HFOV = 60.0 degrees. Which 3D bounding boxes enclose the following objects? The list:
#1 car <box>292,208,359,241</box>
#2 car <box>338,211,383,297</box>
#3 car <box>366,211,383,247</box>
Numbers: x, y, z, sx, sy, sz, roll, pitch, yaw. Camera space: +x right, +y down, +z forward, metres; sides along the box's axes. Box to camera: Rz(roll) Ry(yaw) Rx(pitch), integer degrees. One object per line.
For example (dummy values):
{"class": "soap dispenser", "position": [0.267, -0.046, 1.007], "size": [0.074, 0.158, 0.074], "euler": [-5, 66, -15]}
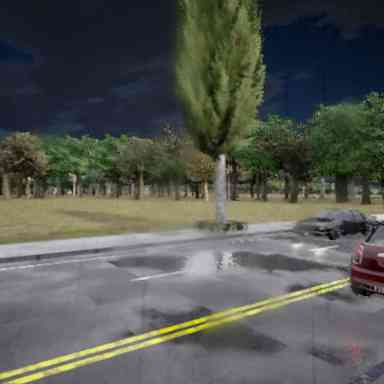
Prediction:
{"class": "car", "position": [7.478, 1.553, 17.003], "size": [5.357, 1.411, 2.033], "euler": [0, 0, -35]}
{"class": "car", "position": [5.546, 1.355, 7.394], "size": [4.553, 1.767, 2.097], "euler": [0, 0, -36]}
{"class": "car", "position": [9.706, 1.570, 14.598], "size": [4.181, 1.385, 1.994], "euler": [0, 0, -35]}
